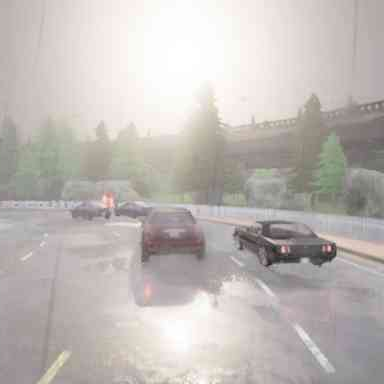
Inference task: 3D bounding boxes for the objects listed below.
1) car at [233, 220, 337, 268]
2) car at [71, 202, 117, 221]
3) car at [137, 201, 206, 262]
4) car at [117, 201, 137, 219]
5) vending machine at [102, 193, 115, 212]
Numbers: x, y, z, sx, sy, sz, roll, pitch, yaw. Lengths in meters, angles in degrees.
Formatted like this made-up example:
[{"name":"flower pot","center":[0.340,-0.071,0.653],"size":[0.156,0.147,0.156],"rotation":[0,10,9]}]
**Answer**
[{"name":"car","center":[2.838,1.609,11.401],"size":[1.895,1.301,4.718],"rotation":[0,0,-8]},{"name":"car","center":[-8.385,1.545,27.546],"size":[1.812,1.442,4.674],"rotation":[0,0,-42]},{"name":"car","center":[-0.898,1.360,12.509],"size":[2.097,1.767,4.553],"rotation":[0,0,-9]},{"name":"car","center":[-5.083,1.546,29.031],"size":[1.812,1.442,4.674],"rotation":[0,0,-39]},{"name":"vending machine","center":[-9.732,1.222,38.735],"size":[0.880,2.100,1.100],"rotation":[0,0,34]}]
